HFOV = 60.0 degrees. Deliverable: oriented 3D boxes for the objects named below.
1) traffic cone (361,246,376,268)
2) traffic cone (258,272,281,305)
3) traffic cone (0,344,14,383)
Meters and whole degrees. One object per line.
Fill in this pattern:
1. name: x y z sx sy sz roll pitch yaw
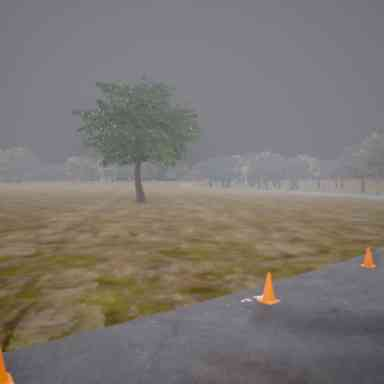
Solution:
1. traffic cone: 5.298 1.929 9.977 0.340 0.580 0.340 0 0 -42
2. traffic cone: 1.583 1.943 6.828 0.340 0.580 0.340 0 0 -39
3. traffic cone: -2.281 1.947 3.867 0.340 0.580 0.340 0 0 -36
